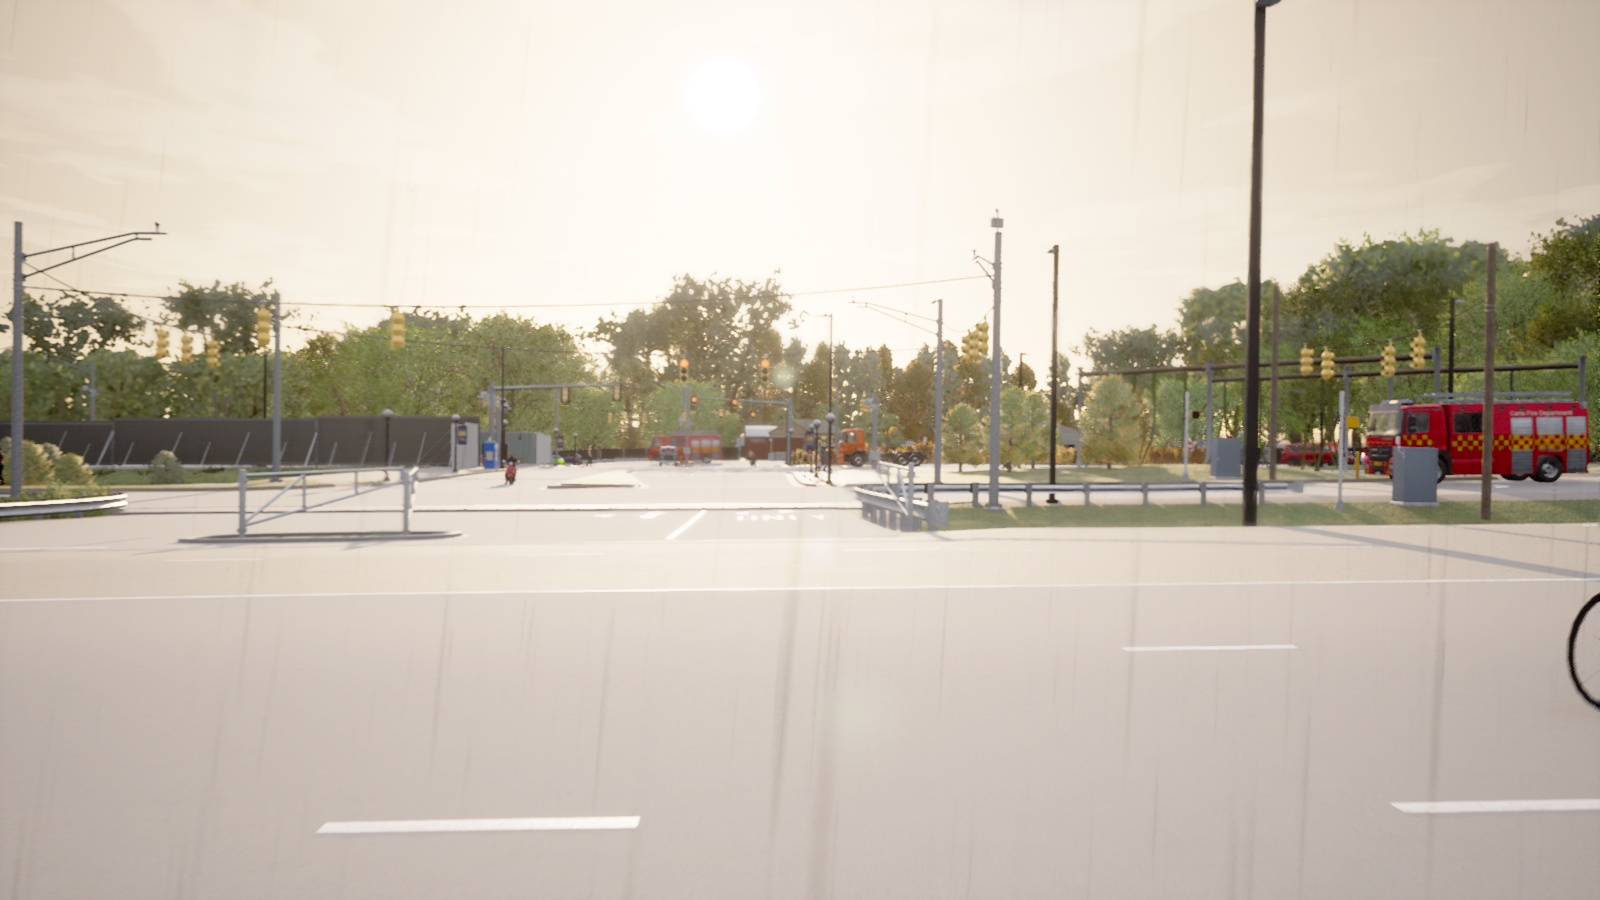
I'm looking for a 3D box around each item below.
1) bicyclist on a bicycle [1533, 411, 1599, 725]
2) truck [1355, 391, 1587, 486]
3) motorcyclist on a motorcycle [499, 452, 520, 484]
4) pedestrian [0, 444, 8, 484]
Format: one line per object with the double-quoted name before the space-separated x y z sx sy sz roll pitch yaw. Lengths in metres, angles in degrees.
"bicyclist on a bicycle" 4.907 0.609 6.797 1.656 1.620 0.582 0 2 -15
"truck" 28.533 -0.497 53.613 8.468 3.827 2.891 -1 1 -3
"motorcyclist on a motorcycle" -14.519 0.887 62.787 0.866 1.590 1.817 0 0 -7
"pedestrian" -36.256 0.625 56.634 0.869 1.805 0.328 1 1 -3
